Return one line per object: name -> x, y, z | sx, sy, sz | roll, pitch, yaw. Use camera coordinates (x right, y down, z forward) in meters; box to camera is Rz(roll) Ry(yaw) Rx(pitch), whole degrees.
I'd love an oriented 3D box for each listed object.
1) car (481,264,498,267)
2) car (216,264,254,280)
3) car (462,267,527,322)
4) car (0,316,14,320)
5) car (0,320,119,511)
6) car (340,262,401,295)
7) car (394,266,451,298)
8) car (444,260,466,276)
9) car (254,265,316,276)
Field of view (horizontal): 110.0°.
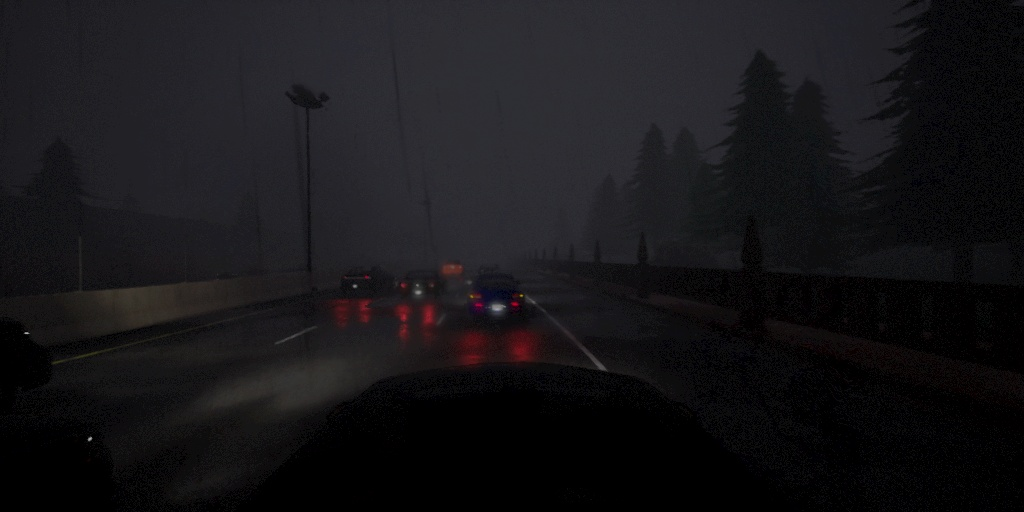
car -> -2.088, 1.360, 32.729 | 1.895, 1.301, 4.718 | -1, 0, -5
car -> -23.215, 1.471, 31.189 | 1.882, 1.535, 5.008 | -1, 0, -4
car -> -0.562, 1.278, 12.335 | 1.812, 1.442, 4.674 | -1, 0, -4
car -> -7.074, 1.049, 2.192 | 2.150, 2.045, 5.566 | 0, 0, 0
car -> -3.627, 1.281, 0.373 | 2.128, 1.511, 4.902 | -1, 0, 1
car -> -8.162, 1.324, 20.640 | 2.128, 1.511, 4.902 | -1, 0, -4
car -> -4.504, 1.394, 18.799 | 1.895, 1.301, 4.718 | -1, 0, -4
car -> -5.934, 1.153, 37.102 | 2.097, 1.767, 4.553 | -1, 0, -4
car -> -15.751, 1.440, 25.516 | 1.812, 1.442, 4.674 | -1, 0, -4
